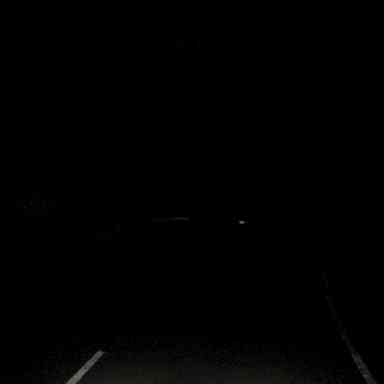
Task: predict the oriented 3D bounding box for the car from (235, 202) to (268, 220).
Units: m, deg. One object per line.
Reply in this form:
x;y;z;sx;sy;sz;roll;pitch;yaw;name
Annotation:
5.253;1.705;31.422;5.008;1.535;1.882;1;-1;-43;car

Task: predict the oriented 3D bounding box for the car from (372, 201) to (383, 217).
20.992;1.727;34.939;4.553;1.767;2.097;1;0;-35;car

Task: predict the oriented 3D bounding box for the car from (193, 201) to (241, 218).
2.582;1.710;33.693;4.902;1.511;2.128;1;-1;-44;car
